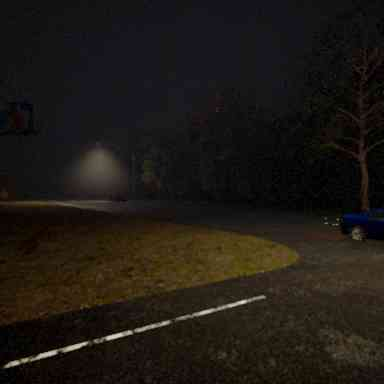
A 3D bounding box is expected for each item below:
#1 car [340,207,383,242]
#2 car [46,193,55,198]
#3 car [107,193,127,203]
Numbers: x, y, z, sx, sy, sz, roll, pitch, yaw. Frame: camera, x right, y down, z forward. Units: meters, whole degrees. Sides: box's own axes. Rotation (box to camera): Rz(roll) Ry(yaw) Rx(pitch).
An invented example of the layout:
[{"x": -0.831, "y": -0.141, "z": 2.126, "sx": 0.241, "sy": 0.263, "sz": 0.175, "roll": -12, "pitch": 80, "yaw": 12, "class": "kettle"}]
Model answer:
[{"x": 8.738, "y": 1.425, "z": 13.741, "sx": 1.882, "sy": 1.535, "sz": 5.008, "roll": 0, "pitch": 1, "yaw": -35, "class": "car"}, {"x": -36.957, "y": 0.897, "z": 86.894, "sx": 2.033, "sy": 1.411, "sz": 5.357, "roll": 0, "pitch": 0, "yaw": -28, "class": "car"}, {"x": -13.283, "y": 0.951, "z": 58.624, "sx": 2.097, "sy": 1.767, "sz": 4.553, "roll": 0, "pitch": 0, "yaw": -34, "class": "car"}]
